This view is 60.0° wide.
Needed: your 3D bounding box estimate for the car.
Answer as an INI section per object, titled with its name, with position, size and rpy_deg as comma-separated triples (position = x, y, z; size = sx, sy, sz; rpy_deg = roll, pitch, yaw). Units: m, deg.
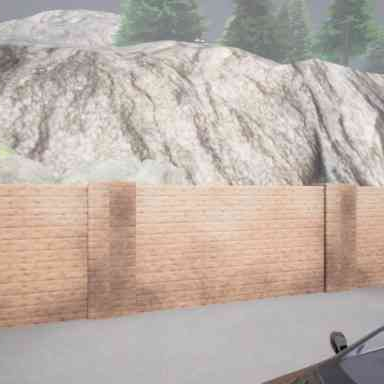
[car]
position = 2.122, 1.492, 1.934
size = 4.902, 1.511, 2.128
rpy_deg = 0, 0, -19
